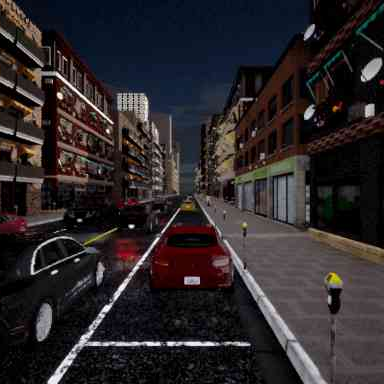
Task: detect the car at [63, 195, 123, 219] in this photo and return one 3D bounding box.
[{"bbox_3d":[-6.246,1.222,21.235,2.150,2.045,5.566,0,0,0],"label":"car"}]

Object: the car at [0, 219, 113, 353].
[{"bbox_3d":[-3.047,1.506,6.214,1.837,1.490,4.892,0,0,0],"label":"car"}]

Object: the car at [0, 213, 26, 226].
[{"bbox_3d":[-8.835,1.583,14.612,1.802,1.307,4.206,0,0,0],"label":"car"}]

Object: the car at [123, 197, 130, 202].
[{"bbox_3d":[-8.833,1.314,37.157,2.192,1.841,5.009,0,0,0],"label":"car"}]

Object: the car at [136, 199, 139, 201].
[{"bbox_3d":[-8.834,1.543,48.430,1.887,1.381,4.507,0,0,0],"label":"car"}]

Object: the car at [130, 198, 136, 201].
[{"bbox_3d":[-8.834,1.439,42.793,1.967,1.590,4.097,0,0,0],"label":"car"}]

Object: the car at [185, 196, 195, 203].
[{"bbox_3d":[-0.453,1.545,70.970,2.008,1.369,4.403,0,0,0],"label":"car"}]

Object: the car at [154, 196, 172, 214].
[{"bbox_3d":[-3.051,1.492,32.492,2.128,1.511,4.902,0,0,0],"label":"car"}]

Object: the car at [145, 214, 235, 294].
[{"bbox_3d":[0.004,1.526,8.649,1.812,1.442,4.674,0,0,0],"label":"car"}]

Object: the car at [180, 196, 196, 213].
[{"bbox_3d":[-0.454,1.525,37.323,1.752,1.417,4.829,0,0,0],"label":"car"}]

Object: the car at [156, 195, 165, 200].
[{"bbox_3d":[-8.834,1.539,93.519,2.008,1.369,4.403,0,0,0],"label":"car"}]

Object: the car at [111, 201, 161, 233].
[{"bbox_3d":[-3.145,1.507,19.690,1.837,1.490,4.892,0,1,0],"label":"car"}]

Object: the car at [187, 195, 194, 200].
[{"bbox_3d":[-0.452,1.513,93.685,1.752,1.417,4.829,0,0,0],"label":"car"}]
